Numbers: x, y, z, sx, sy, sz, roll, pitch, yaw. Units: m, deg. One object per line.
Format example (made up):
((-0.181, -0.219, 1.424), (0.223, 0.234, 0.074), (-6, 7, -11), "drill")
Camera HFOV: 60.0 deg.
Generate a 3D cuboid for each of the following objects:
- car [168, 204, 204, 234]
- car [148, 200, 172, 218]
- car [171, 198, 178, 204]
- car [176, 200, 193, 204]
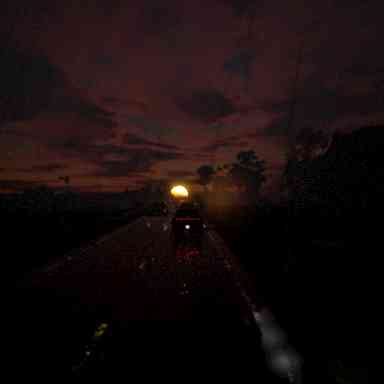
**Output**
((-0.288, 1.714, 20.902), (1.837, 1.490, 4.892), (0, -1, -1), "car")
((-3.451, 1.822, 34.431), (1.882, 1.535, 5.008), (0, -1, -1), "car")
((-3.999, 2.150, 74.885), (2.097, 1.767, 4.553), (0, -1, -1), "car")
((-0.565, 1.886, 37.888), (1.837, 1.490, 4.892), (0, -1, -1), "car")
